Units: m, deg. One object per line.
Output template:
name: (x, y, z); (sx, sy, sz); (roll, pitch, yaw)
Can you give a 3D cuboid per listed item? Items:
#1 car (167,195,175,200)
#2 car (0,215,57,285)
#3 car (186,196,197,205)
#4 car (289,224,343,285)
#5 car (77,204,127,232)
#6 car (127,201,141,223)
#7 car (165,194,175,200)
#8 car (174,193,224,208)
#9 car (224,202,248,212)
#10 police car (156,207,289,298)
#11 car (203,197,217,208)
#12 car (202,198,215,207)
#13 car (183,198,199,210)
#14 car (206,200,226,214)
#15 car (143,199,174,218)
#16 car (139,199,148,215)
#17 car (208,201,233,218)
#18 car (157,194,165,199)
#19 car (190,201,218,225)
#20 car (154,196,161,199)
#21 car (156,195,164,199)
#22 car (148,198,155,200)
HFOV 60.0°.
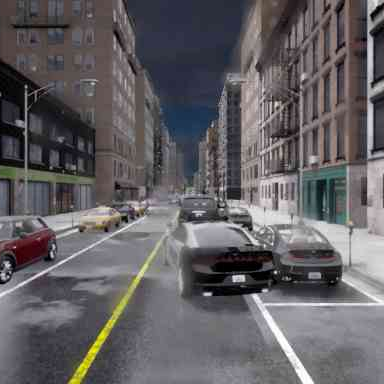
car: (-5.600, 1.502, 89.904); (1.887, 1.381, 4.507); (0, 0, 0)
car: (-5.408, 1.440, 9.272); (1.967, 1.590, 4.097); (0, 0, 0)
car: (-0.140, 1.507, 59.349); (1.812, 1.442, 4.674); (0, 0, 0)
car: (2.617, 1.550, 9.282); (2.008, 1.369, 4.403); (0, 0, 0)
car: (-5.433, 1.524, 19.927); (1.752, 1.417, 4.829); (0, 0, 0)
car: (-5.447, 1.564, 25.510); (1.947, 1.339, 4.313); (0, 0, 0)
car: (-2.880, 1.475, 56.073); (2.128, 1.511, 4.902); (0, 0, 0)
car: (0.439, 1.221, 18.875); (2.150, 2.045, 5.566); (0, 0, 2)
car: (2.591, 1.549, 20.107); (2.008, 1.369, 4.403); (0, 0, 0)
police car: (0.362, 1.424, 8.790); (1.930, 1.638, 5.238); (0, 0, -12)
car: (2.527, 1.515, 47.341); (1.752, 1.417, 4.829); (0, 0, 0)
car: (2.514, 1.568, 52.584); (1.802, 1.307, 4.206); (0, 0, 0)
car: (-0.095, 1.539, 45.325); (2.033, 1.411, 5.357); (0, 0, 0)
car: (2.553, 1.562, 36.345); (1.947, 1.339, 4.313); (0, 0, 0)
car: (-2.918, 1.598, 29.901); (1.895, 1.301, 4.718); (0, 0, 0)
car: (-5.459, 1.523, 30.753); (1.752, 1.417, 4.829); (0, 0, 0)
car: (2.566, 1.563, 30.933); (1.947, 1.339, 4.313); (0, 0, 0)
car: (-5.524, 1.297, 57.986); (2.192, 1.841, 5.009); (0, 0, 0)
car: (0.768, 1.476, 24.806); (1.882, 1.535, 5.008); (0, 0, 0)
car: (-5.485, 1.544, 41.748); (2.008, 1.369, 4.403); (0, 0, 0)
car: (-5.498, 1.541, 47.161); (2.008, 1.369, 4.403); (0, 0, 0)
car: (-5.472, 1.578, 36.336); (1.802, 1.307, 4.206); (0, 0, 0)
